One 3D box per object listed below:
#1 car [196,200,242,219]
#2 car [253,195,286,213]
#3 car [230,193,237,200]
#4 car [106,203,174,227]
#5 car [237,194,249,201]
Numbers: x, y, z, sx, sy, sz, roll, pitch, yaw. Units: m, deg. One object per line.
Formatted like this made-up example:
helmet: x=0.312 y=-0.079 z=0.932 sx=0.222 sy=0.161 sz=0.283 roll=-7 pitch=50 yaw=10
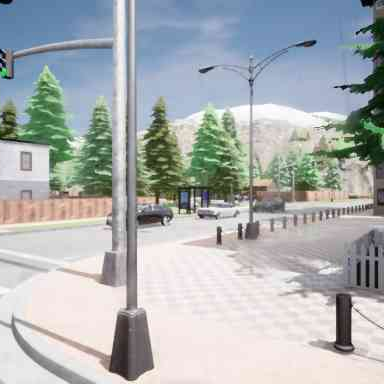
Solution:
car: x=2.399 y=1.585 z=28.628 sx=1.895 sy=1.301 sz=4.718 roll=0 pitch=0 yaw=37
car: x=8.594 y=1.337 z=36.734 sx=2.097 sy=1.767 sz=4.553 roll=0 pitch=0 yaw=38
car: x=10.737 y=1.146 z=79.124 sx=1.905 sy=1.878 sz=3.866 roll=0 pitch=0 yaw=36
car: x=-3.223 y=1.476 z=21.240 sx=2.128 sy=1.511 sz=4.902 roll=0 pitch=0 yaw=37
car: x=13.001 y=1.144 z=77.963 sx=1.932 sy=1.855 sz=4.605 roll=0 pitch=0 yaw=36
